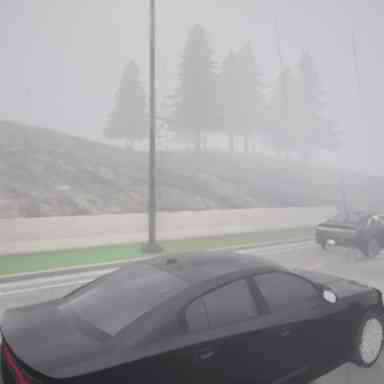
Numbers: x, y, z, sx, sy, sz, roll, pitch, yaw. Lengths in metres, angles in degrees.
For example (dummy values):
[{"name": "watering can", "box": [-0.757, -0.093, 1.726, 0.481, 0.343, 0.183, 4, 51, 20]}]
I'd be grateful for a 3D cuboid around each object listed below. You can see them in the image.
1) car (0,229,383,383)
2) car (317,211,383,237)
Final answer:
[{"name": "car", "box": [0.453, 1.480, 4.070, 5.008, 1.535, 1.882, 0, 0, -35]}, {"name": "car", "box": [6.776, 1.504, 12.784, 4.902, 1.511, 2.128, 0, 0, -35]}]
